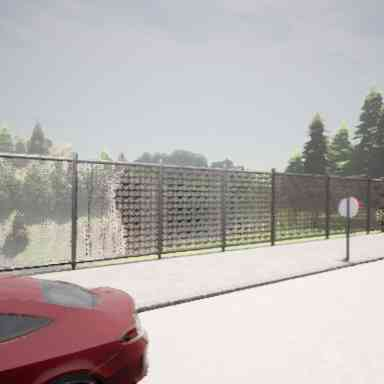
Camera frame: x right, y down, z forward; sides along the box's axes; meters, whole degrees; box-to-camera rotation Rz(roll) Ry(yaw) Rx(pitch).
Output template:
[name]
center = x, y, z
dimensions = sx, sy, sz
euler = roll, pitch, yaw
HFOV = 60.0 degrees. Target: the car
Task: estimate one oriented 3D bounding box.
[car]
center = -2.606, 1.516, 2.749
dimensions = 4.674, 1.442, 1.812
euler = 1, -1, -35
